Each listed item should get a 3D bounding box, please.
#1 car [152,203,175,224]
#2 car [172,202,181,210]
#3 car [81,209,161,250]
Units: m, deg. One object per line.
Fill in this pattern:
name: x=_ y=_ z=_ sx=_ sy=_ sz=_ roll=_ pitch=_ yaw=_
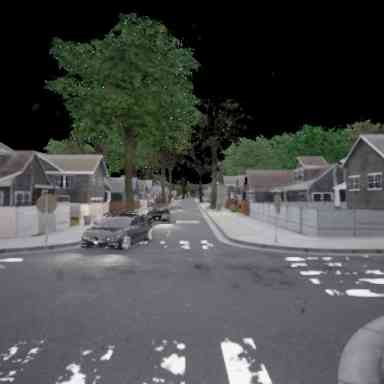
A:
car: x=-2.785 y=1.942 z=28.593 sx=1.994 sy=1.385 sz=4.181 roll=0 pitch=-1 yaw=0
car: x=-2.821 y=2.322 z=57.599 sx=1.895 sy=1.301 sz=4.718 roll=0 pitch=-1 yaw=0
car: x=-3.253 y=1.761 z=15.506 sx=1.837 sy=1.490 sz=4.892 roll=3 pitch=0 yaw=13
